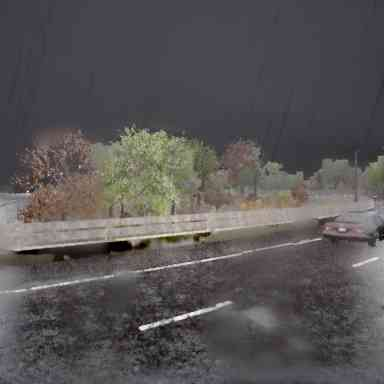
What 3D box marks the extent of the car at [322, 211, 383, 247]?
[{"bbox_3d":[7.861,1.561,15.121,5.357,1.411,2.033,0,0,-44],"label":"car"}]
